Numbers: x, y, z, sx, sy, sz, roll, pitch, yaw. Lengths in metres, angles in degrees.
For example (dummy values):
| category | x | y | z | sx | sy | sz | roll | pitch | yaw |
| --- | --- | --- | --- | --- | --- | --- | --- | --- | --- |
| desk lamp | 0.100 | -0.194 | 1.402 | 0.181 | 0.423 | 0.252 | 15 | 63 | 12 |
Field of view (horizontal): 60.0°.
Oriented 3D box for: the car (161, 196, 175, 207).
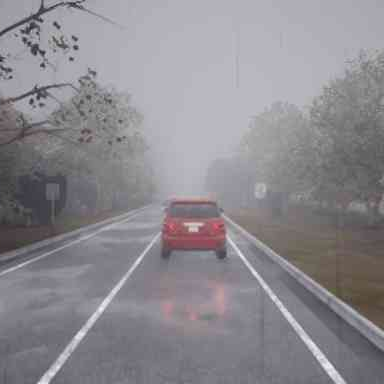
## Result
| category | x | y | z | sx | sy | sz | roll | pitch | yaw |
| --- | --- | --- | --- | --- | --- | --- | --- | --- | --- |
| car | -3.582 | 1.374 | 50.723 | 1.812 | 1.442 | 4.674 | 0 | 1 | 0 |

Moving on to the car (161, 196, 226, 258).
| category | x | y | z | sx | sy | sz | roll | pitch | yaw |
| --- | --- | --- | --- | --- | --- | --- | --- | --- | --- |
| car | 0.066 | 1.228 | 12.910 | 2.150 | 2.045 | 5.566 | 0 | 0 | 0 |

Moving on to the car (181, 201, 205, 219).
| category | x | y | z | sx | sy | sz | roll | pitch | yaw |
| --- | --- | --- | --- | --- | --- | --- | --- | --- | --- |
| car | 0.072 | 1.534 | 29.444 | 1.994 | 1.385 | 4.181 | 0 | 0 | 0 |
